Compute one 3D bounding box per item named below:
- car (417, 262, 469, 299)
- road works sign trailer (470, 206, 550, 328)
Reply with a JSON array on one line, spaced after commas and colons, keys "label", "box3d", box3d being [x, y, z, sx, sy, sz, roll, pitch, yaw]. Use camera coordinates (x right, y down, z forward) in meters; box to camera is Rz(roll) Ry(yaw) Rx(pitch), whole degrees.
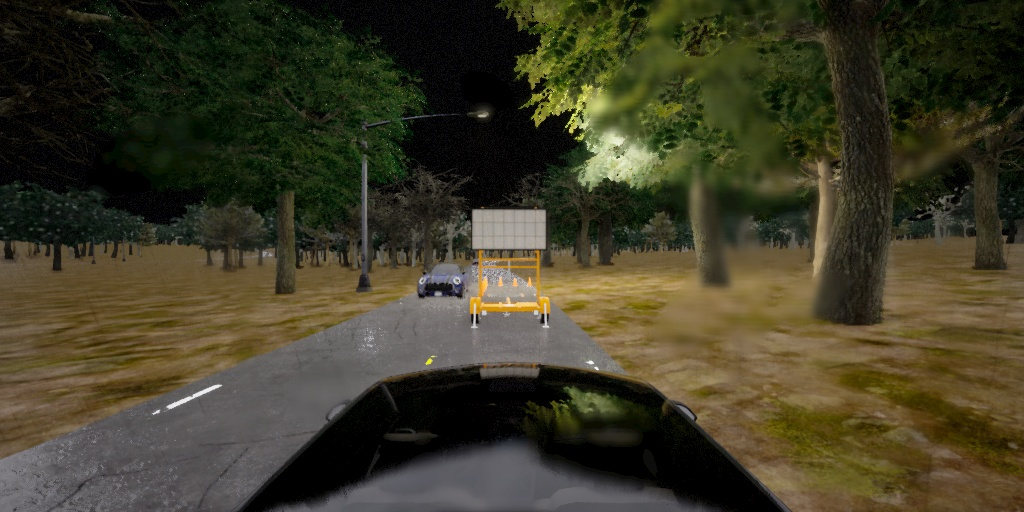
[{"label": "car", "box3d": [-3.378, 1.122, 18.307, 2.097, 1.767, 4.553, 0, 0, -2]}, {"label": "road works sign trailer", "box3d": [-0.093, 0.225, 11.424, 2.380, 3.560, 2.880, 0, 0, -2]}]
